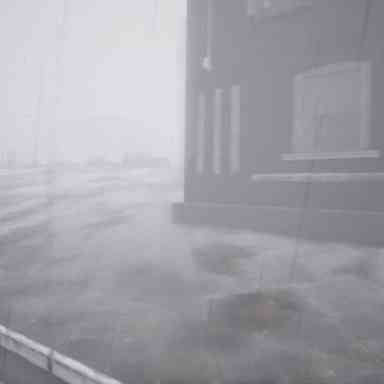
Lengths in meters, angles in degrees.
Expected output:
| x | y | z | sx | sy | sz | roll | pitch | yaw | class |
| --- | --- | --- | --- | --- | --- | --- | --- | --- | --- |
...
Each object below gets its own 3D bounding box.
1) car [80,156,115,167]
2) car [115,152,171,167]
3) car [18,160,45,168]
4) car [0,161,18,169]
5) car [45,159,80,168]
| x | y | z | sx | sy | sz | roll | pitch | yaw | class |
| --- | --- | --- | --- | --- | --- | --- | --- | --- | --- |
| -10.187 | -3.366 | 38.772 | 4.553 | 1.767 | 2.185 | 1 | 1 | 26 | car |
| -5.086 | -3.348 | 36.434 | 5.566 | 2.045 | 2.435 | 2 | 1 | 25 | car |
| -20.101 | -3.425 | 43.671 | 4.674 | 1.452 | 2.002 | 1 | 1 | 28 | car |
| -24.965 | -3.536 | 46.277 | 4.792 | 1.488 | 2.163 | 1 | 1 | 29 | car |
| -15.268 | -3.363 | 41.213 | 4.892 | 1.521 | 2.231 | 1 | 1 | 27 | car |
